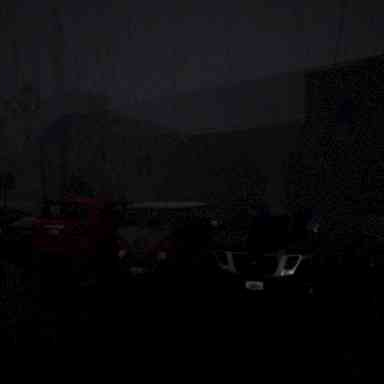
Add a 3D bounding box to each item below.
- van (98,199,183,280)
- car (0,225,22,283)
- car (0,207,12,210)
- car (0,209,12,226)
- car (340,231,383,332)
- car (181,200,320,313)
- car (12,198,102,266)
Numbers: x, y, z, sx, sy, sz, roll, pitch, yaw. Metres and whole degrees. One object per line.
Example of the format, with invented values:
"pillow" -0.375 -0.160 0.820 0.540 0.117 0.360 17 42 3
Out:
"van" -0.675 1.264 9.833 1.878 1.987 4.442 1 -1 15
"car" -6.580 1.547 8.068 5.357 1.411 2.033 0 0 35
"car" -10.378 1.496 16.846 2.163 1.488 4.792 1 0 16
"car" -5.514 1.525 13.407 2.002 1.452 4.674 0 -1 15
"car" 4.204 1.491 6.476 2.231 1.521 4.892 0 -1 15
"car" 1.778 1.239 8.187 2.435 2.045 5.566 1 -1 15
"car" -3.075 1.240 11.709 2.435 2.045 5.566 0 -1 15
